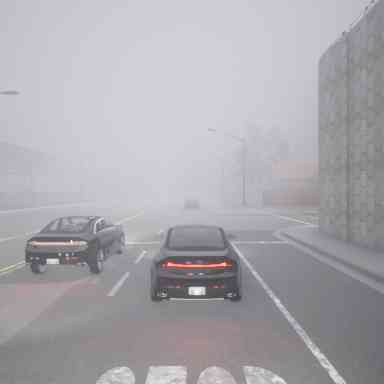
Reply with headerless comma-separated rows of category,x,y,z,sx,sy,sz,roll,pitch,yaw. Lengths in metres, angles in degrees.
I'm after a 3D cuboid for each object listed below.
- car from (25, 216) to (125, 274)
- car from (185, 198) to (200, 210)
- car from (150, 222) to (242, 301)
car,-3.421,1.492,10.581,2.128,1.511,4.902,0,0,0
car,0.014,1.492,42.688,2.128,1.511,4.902,0,0,0
car,0.084,1.505,8.311,1.837,1.490,4.892,0,0,0
